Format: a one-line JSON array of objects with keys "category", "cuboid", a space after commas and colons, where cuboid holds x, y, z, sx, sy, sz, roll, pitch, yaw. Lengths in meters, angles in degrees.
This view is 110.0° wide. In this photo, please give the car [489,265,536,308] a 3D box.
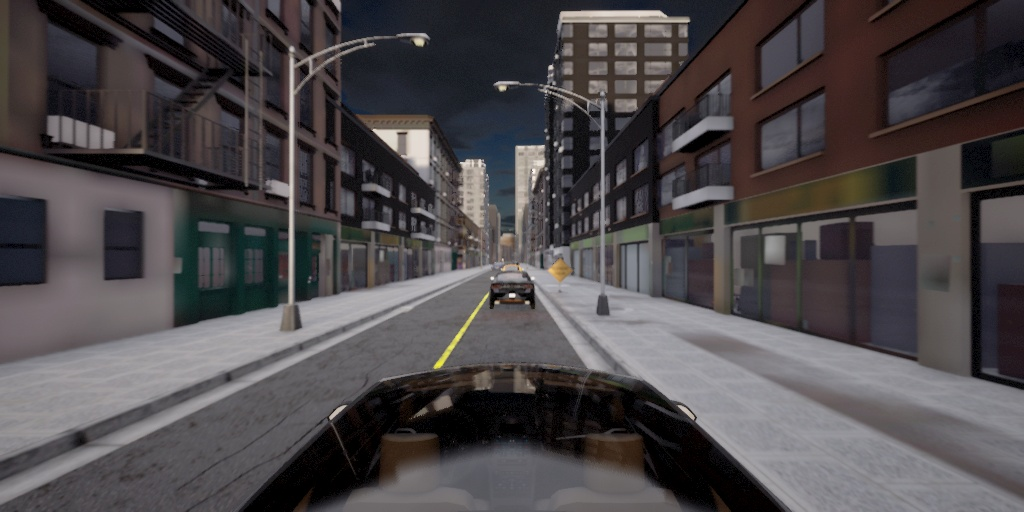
[{"category": "car", "cuboid": [0.028, 1.370, 16.104, 1.882, 1.535, 5.008, 0, 0, 0]}]

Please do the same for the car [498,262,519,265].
[{"category": "car", "cuboid": [0.026, 1.522, 31.106, 1.882, 1.535, 5.008, 0, 0, 0]}]

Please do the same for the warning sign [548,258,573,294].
[{"category": "warning sign", "cuboid": [2.517, 1.035, 18.796, 1.300, 1.860, 1.060, 0, 0, 0]}]
